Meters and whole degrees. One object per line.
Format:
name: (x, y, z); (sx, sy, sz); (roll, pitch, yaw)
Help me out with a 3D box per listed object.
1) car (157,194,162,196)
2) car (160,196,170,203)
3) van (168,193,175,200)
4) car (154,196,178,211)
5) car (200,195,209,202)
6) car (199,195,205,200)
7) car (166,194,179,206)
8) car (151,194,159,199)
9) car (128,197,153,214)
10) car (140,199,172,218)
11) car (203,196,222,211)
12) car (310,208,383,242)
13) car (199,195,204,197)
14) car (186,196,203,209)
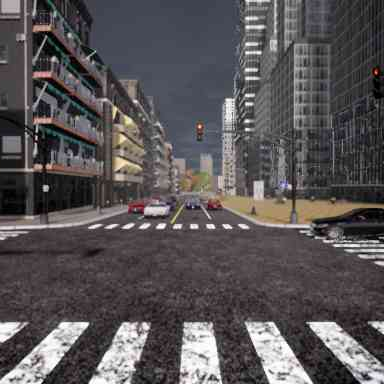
car: (-5.641, 1.287, 52.364); (2.192, 1.841, 5.009); (-1, 0, 0)
car: (-5.616, 1.550, 69.311); (1.802, 1.307, 4.206); (-1, 0, 0)
van: (-5.592, 1.306, 91.905); (1.690, 1.788, 3.998); (-1, 0, 0)
car: (-3.040, 1.540, 39.527); (1.994, 1.385, 4.181); (0, 0, 1)
car: (2.738, 1.511, 75.007); (1.887, 1.381, 4.507); (-1, 0, 0)
car: (2.758, 1.490, 92.124); (1.752, 1.417, 4.829); (-1, 0, 0)
car: (-3.023, 1.477, 51.538); (1.837, 1.490, 4.892); (0, 0, 0)
car: (-5.653, 1.416, 41.066); (1.967, 1.590, 4.097); (-1, 0, 0)
car: (-5.658, 1.523, 35.417); (1.887, 1.381, 4.507); (-1, 0, 0)
car: (-3.064, 1.582, 29.467); (1.895, 1.301, 4.718); (0, 0, 0)
car: (2.696, 1.520, 41.113); (1.887, 1.381, 4.507); (-1, 0, 0)
car: (7.907, 1.464, 15.252); (4.674, 1.442, 1.812); (0, 1, 7)
car: (2.724, 1.520, 63.709); (2.008, 1.369, 4.403); (-1, 0, 0)
car: (0.160, 1.575, 43.878); (1.895, 1.301, 4.718); (0, 0, 0)
